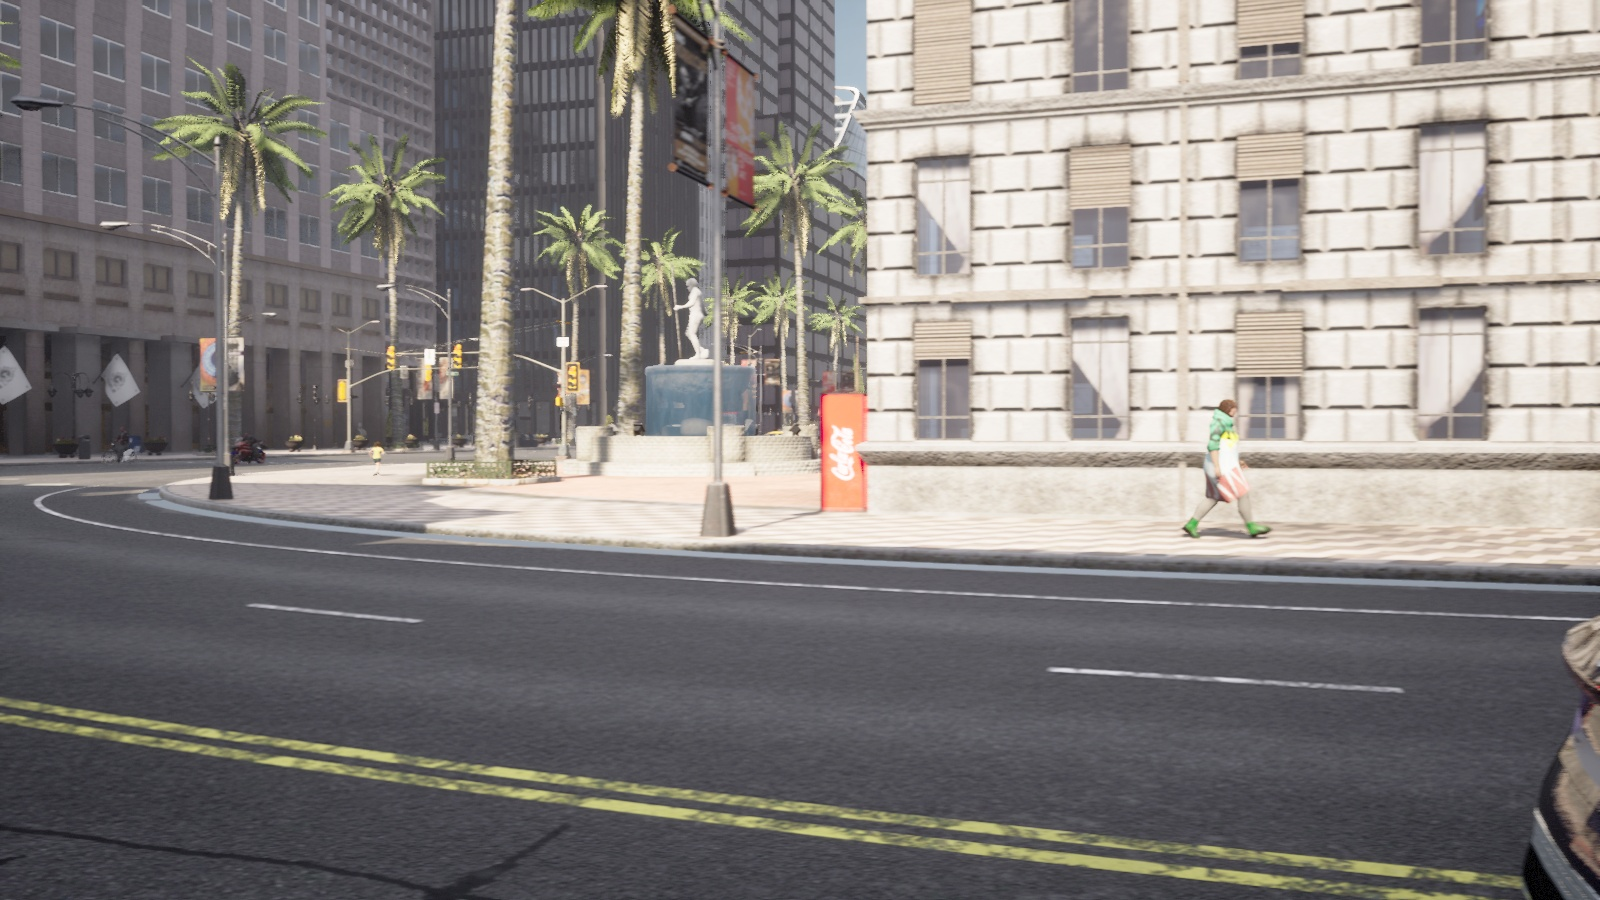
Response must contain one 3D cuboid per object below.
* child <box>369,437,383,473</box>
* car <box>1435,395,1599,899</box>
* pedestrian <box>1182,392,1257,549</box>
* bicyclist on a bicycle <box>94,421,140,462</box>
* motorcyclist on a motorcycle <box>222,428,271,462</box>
[{"bbox_3d":[-13.169,0.147,38.973,0.255,1.110,0.394,0,1,10],"label":"child"},{"bbox_3d":[3.837,0.745,1.925,4.856,1.649,2.033,1,1,19],"label":"car"},{"bbox_3d":[5.384,0.246,16.106,0.873,1.952,0.659,1,1,20],"label":"pedestrian"},{"bbox_3d":[-30.525,-0.397,56.169,0.659,1.776,1.843,1,1,17],"label":"bicyclist on a bicycle"},{"bbox_3d":[-25.951,-0.253,58.950,0.866,1.530,2.191,1,1,18],"label":"motorcyclist on a motorcycle"}]
